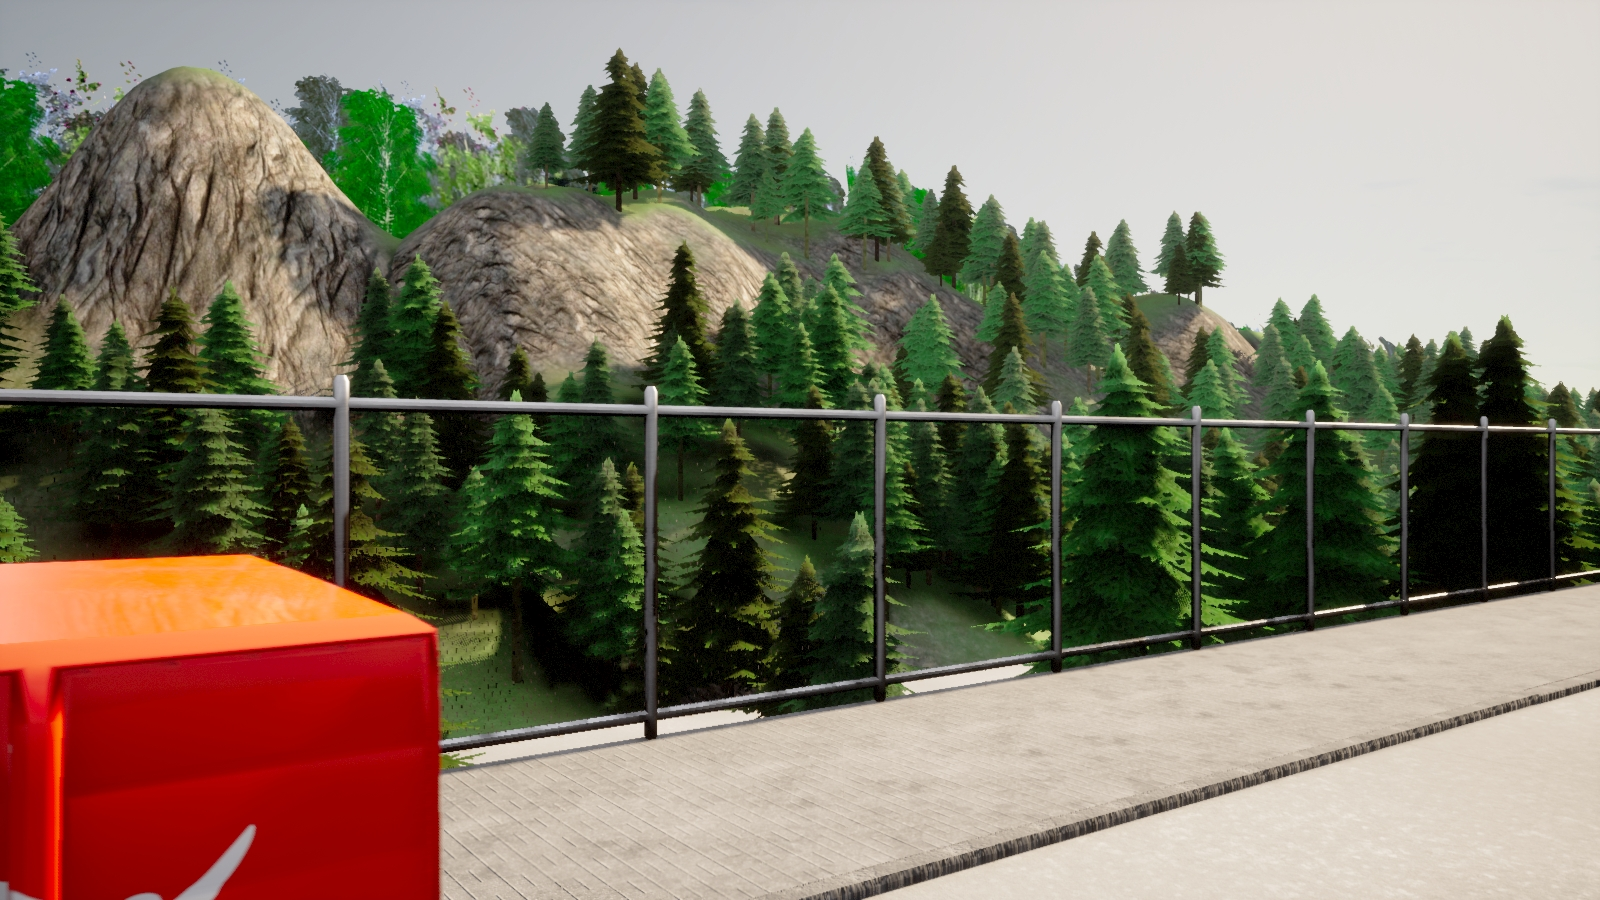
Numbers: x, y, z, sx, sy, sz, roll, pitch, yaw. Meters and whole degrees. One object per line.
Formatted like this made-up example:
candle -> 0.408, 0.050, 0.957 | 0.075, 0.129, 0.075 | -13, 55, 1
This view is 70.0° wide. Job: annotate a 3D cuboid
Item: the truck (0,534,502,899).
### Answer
truck -> -3.504, 1.568, 1.932 | 5.204, 2.467, 2.627 | 0, 0, -36
